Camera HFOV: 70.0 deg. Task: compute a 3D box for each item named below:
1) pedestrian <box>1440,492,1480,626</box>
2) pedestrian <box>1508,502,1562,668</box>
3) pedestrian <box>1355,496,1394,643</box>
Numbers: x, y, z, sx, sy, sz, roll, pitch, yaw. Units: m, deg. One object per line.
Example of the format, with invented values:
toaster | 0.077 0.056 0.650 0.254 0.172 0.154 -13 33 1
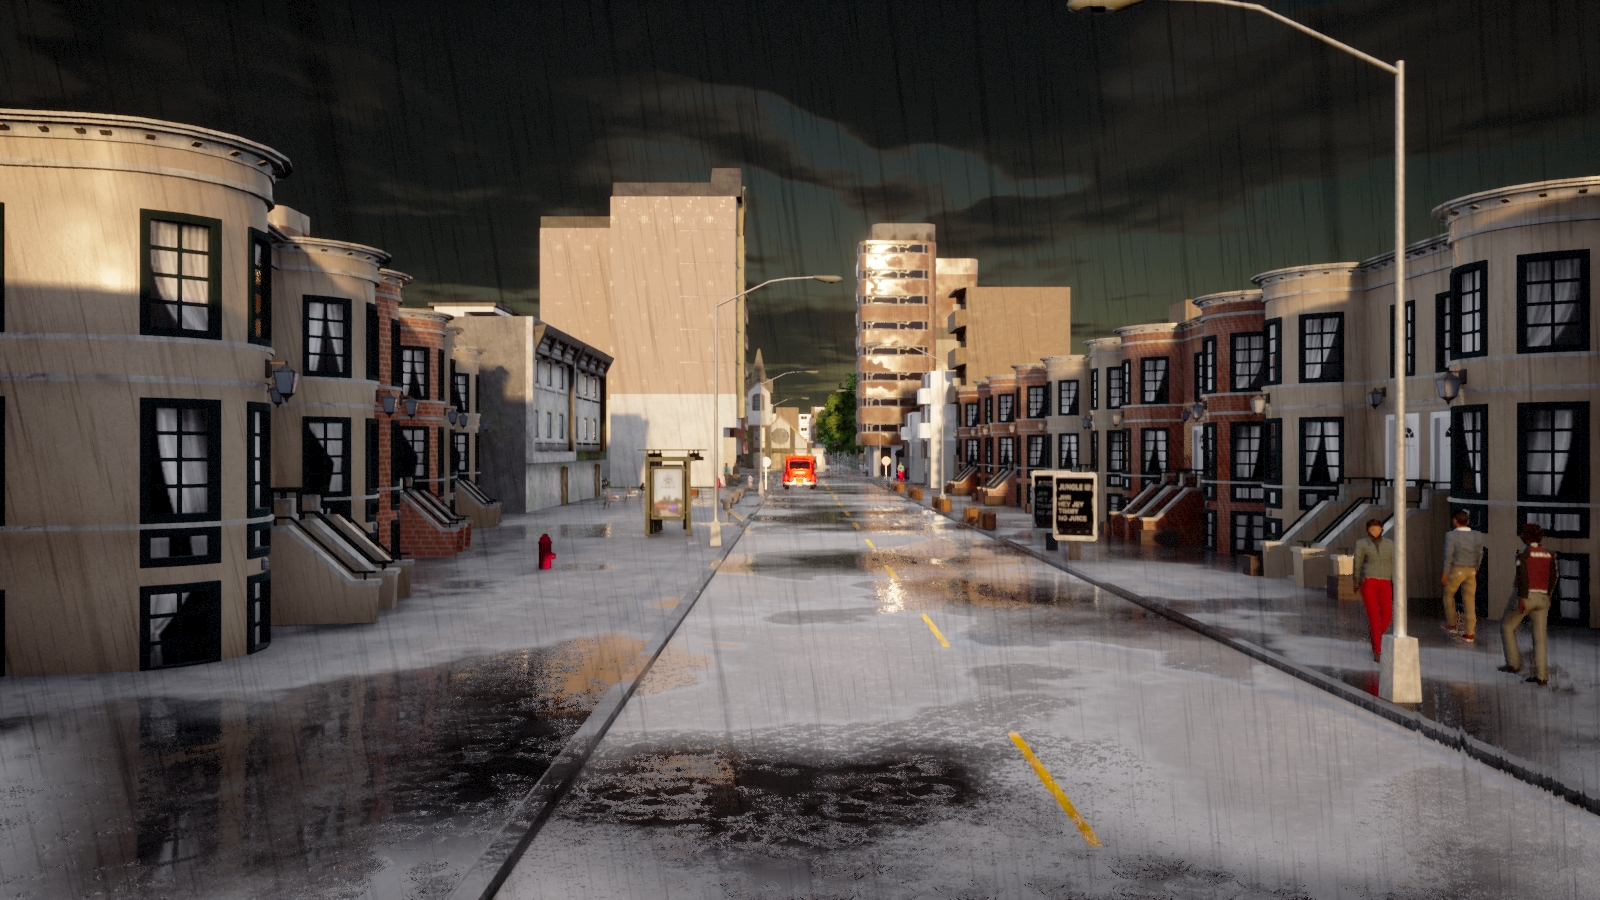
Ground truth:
pedestrian | 9.351 1.531 16.197 0.375 1.860 0.375 0 0 6
pedestrian | 8.394 1.530 13.054 0.375 1.860 0.375 0 0 0
pedestrian | 7.448 1.531 14.814 0.375 1.860 0.375 0 0 14
